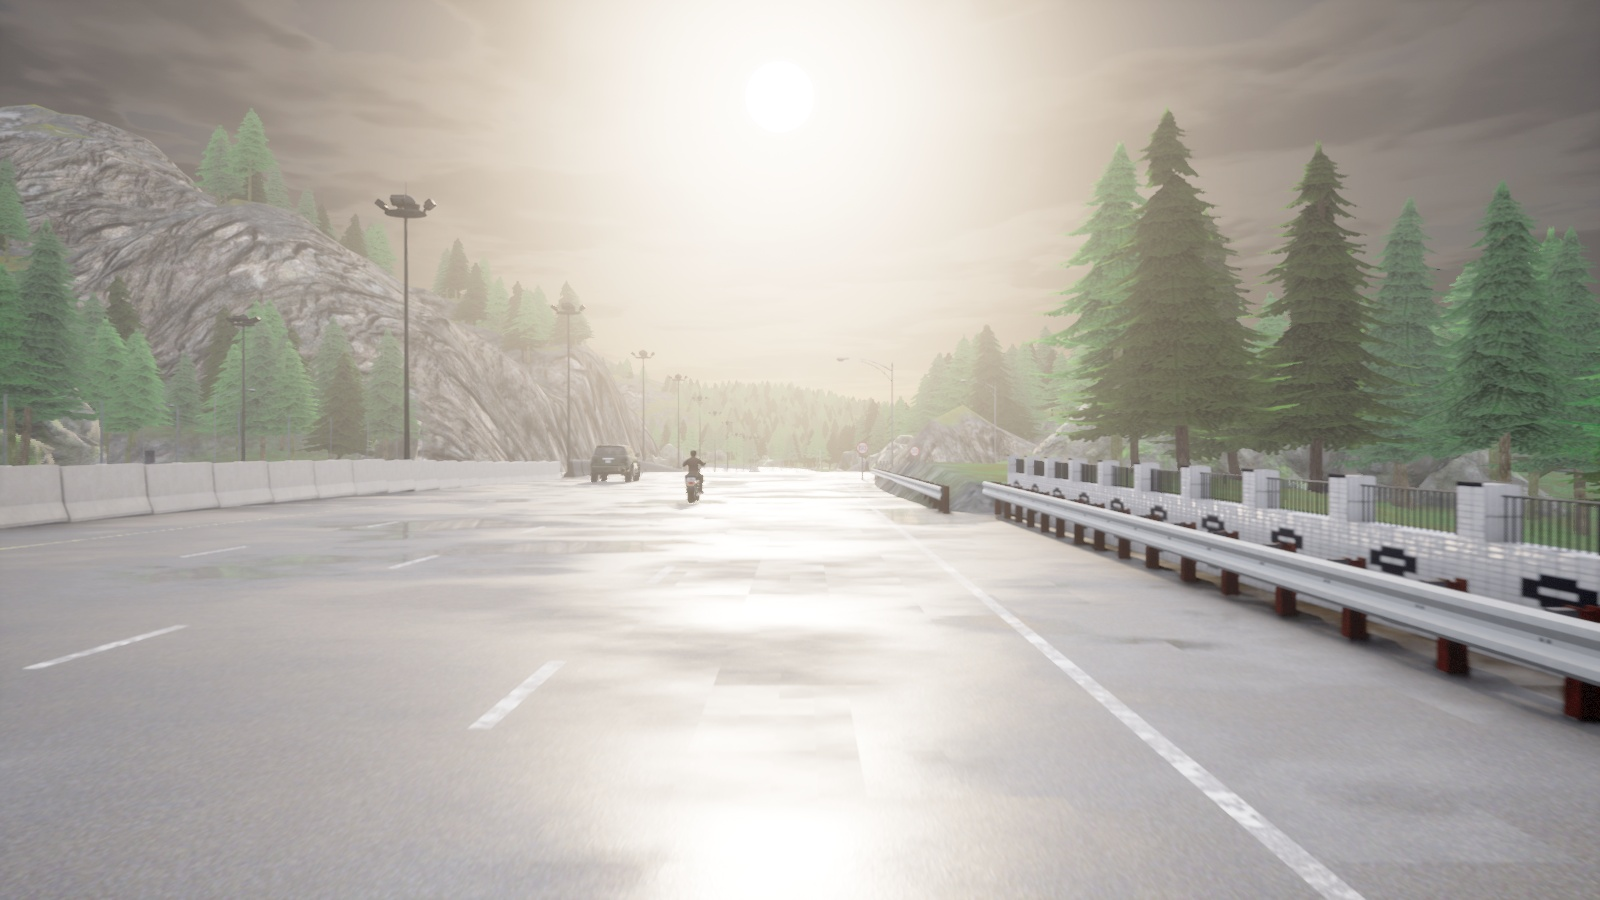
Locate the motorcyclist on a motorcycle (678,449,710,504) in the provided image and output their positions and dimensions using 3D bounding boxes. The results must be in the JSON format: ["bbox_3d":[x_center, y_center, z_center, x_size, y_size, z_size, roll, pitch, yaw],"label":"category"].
[{"bbox_3d":[-3.264,0.801,38.866,0.766,1.649,2.350,0,0,0],"label":"motorcyclist on a motorcycle"}]

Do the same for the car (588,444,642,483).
[{"bbox_3d":[-10.137,0.713,69.256,2.150,2.045,5.566,0,0,0],"label":"car"}]
